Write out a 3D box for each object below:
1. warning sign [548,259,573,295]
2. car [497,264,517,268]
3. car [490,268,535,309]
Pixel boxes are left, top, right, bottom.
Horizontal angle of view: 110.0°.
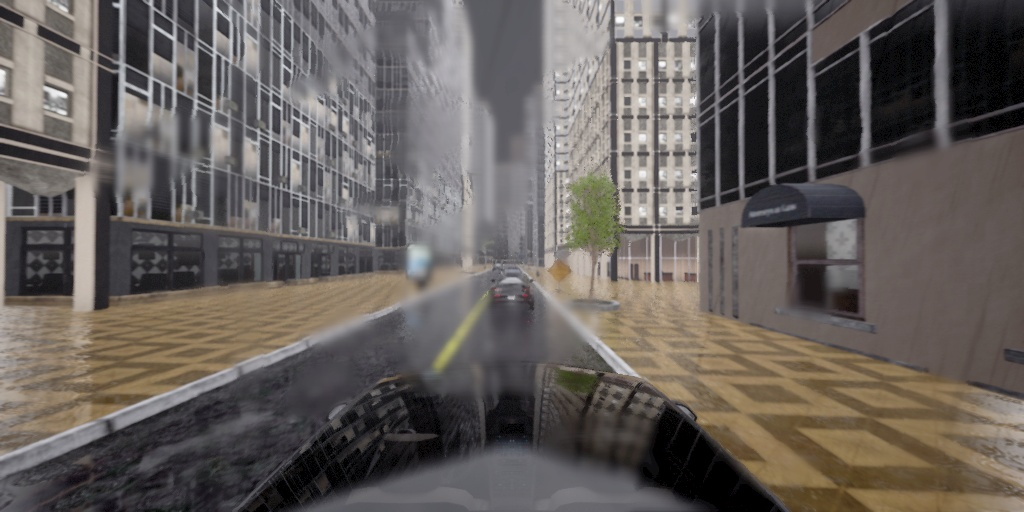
[{"bbox_3d":[2.530,1.067,18.742,1.300,1.860,1.060,0,0,0],"label":"warning sign"},{"bbox_3d":[0.034,1.633,29.368,2.033,1.411,5.357,0,-1,0],"label":"car"},{"bbox_3d":[0.036,1.440,15.738,1.812,1.442,4.674,0,0,1],"label":"car"}]
